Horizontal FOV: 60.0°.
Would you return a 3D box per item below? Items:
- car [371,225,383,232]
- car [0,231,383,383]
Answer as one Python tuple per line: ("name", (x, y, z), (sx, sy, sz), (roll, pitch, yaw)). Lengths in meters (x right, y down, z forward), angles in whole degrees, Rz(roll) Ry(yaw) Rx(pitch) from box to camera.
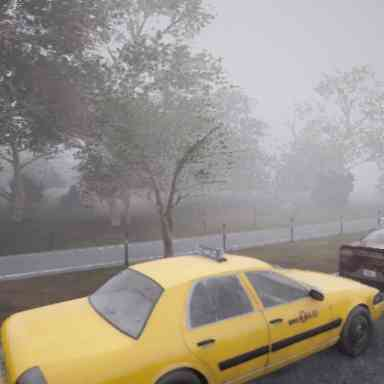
("car", (5.663, 1.468, 8.101), (5.008, 1.535, 2.097), (-1, 0, -33))
("car", (0.474, 1.484, 4.386), (5.366, 1.575, 1.946), (0, 0, -33))
